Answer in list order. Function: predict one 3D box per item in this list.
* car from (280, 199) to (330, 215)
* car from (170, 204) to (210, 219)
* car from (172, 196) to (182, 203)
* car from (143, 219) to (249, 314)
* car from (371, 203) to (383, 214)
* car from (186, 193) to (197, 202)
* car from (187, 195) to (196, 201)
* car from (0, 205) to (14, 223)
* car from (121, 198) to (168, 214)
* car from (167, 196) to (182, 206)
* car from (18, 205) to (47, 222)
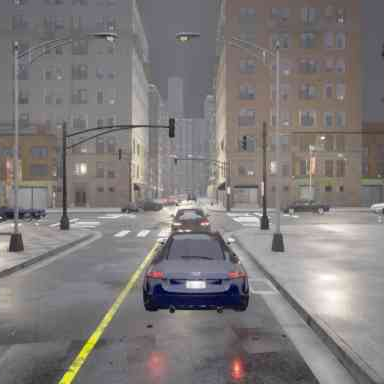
[{"bbox_3d":[11.161,1.450,33.236,4.892,1.490,1.837,0,0,0],"label":"car"},{"bbox_3d":[-0.085,1.525,16.469,1.812,1.442,4.674,0,0,-1],"label":"car"},{"bbox_3d":[-3.054,1.549,68.859,1.837,1.490,4.892,0,0,0],"label":"car"},{"bbox_3d":[0.084,1.564,7.725,1.994,1.385,4.181,0,0,0],"label":"car"},{"bbox_3d":[20.423,1.439,33.289,4.674,1.442,1.812,0,0,-1],"label":"car"},{"bbox_3d":[-0.070,1.275,76.236,2.150,2.045,5.566,0,0,0],"label":"car"},{"bbox_3d":[-0.103,1.584,86.624,2.128,1.511,4.902,0,0,0],"label":"car"},{"bbox_3d":[-15.221,1.616,23.124,4.181,1.385,1.994,0,0,0],"label":"car"},{"bbox_3d":[-5.164,1.557,35.495,2.033,1.411,5.357,0,0,29],"label":"car"},{"bbox_3d":[-3.089,1.375,50.851,2.097,1.767,4.553,0,0,0],"label":"car"},{"bbox_3d":[-14.150,1.648,26.379,4.718,1.301,1.895,0,0,0],"label":"car"}]
